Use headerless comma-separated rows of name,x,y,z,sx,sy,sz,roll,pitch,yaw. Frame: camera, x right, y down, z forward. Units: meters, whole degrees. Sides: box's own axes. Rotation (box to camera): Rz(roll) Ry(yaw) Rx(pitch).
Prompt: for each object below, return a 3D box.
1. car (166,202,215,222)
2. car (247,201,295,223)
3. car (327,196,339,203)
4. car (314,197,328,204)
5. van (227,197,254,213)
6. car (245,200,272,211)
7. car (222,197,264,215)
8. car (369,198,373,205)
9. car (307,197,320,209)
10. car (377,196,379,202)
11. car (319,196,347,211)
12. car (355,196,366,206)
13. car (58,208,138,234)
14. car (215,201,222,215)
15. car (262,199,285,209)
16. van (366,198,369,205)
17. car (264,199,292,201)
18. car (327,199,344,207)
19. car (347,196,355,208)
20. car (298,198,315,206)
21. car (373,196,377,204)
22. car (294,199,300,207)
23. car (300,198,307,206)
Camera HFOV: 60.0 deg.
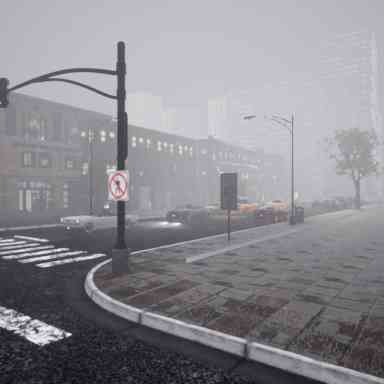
car,-0.272,1.672,27.521,1.994,1.385,4.181,0,0,36
car,6.519,1.670,27.044,1.887,1.381,4.507,0,0,35
car,34.575,1.893,81.621,1.967,1.590,4.097,0,-1,35
car,28.219,1.828,72.579,1.967,1.590,4.097,0,-1,35
van,5.975,1.518,40.934,1.690,1.788,3.998,0,0,35
car,9.153,1.756,45.454,2.008,1.369,4.403,0,0,35
car,5.539,1.507,35.783,2.097,1.767,4.553,0,0,35
car,35.076,1.971,67.759,1.802,1.307,4.206,0,-1,35
car,19.336,1.749,49.864,2.128,1.511,4.902,0,0,35
car,41.431,2.037,76.801,1.802,1.307,4.206,0,-1,35
car,19.187,1.676,45.157,1.967,1.590,4.097,0,-1,35
car,28.720,1.642,58.721,2.192,1.841,5.009,0,-1,35
car,-5.525,1.668,20.063,1.895,1.301,4.718,0,0,35
car,2.699,1.674,36.273,1.752,1.417,4.829,0,0,35
car,12.233,1.759,49.836,1.752,1.417,4.829,0,-1,35
van,31.898,1.699,63.241,1.690,1.788,3.998,0,-1,35
car,11.412,1.684,44.082,1.882,1.535,5.008,0,0,36
car,25.127,1.913,58.102,1.895,1.301,4.718,0,0,35
car,22.364,1.581,49.679,2.192,1.841,5.009,0,-1,35
car,21.864,1.876,63.538,2.008,1.369,4.403,0,-1,35
car,38.352,1.948,72.420,1.752,1.417,4.829,0,-1,35
car,15.508,1.815,54.496,2.008,1.369,4.403,0,-1,35
car,18.686,1.846,59.016,2.008,1.369,4.403,0,-1,35
